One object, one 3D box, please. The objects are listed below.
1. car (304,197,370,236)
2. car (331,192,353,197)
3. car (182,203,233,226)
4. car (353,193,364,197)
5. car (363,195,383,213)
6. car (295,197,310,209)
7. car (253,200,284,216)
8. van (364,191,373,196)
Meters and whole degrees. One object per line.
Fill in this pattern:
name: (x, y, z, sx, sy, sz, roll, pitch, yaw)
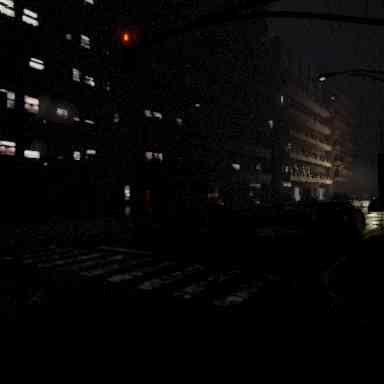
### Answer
car: (7.350, 1.205, 16.644, 1.967, 1.590, 4.097, -1, 0, 36)
car: (23.812, 0.947, 53.699, 2.192, 1.841, 5.009, -1, 0, 36)
car: (1.134, 1.478, 22.682, 1.887, 1.381, 4.507, -1, 0, 36)
car: (30.482, 1.099, 62.858, 2.008, 1.369, 4.403, -1, 0, 36)
car: (17.259, 1.199, 30.447, 1.947, 1.339, 4.313, -1, 0, 36)
car: (13.818, 1.329, 39.958, 1.947, 1.339, 4.313, -1, 0, 36)
car: (7.151, 1.403, 30.797, 2.008, 1.369, 4.403, -1, 0, 36)
van: (40.478, 0.769, 76.599, 1.690, 1.788, 3.998, -1, 0, 36)
